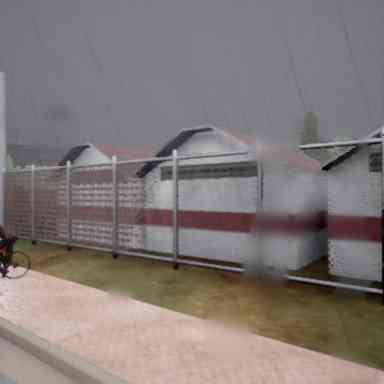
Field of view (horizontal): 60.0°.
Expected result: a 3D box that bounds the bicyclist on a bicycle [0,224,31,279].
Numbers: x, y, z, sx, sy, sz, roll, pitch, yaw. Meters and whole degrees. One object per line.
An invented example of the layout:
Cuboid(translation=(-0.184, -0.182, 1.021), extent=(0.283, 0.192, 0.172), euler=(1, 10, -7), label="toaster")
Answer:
Cuboid(translation=(-4.782, 1.357, 7.996), extent=(1.656, 1.620, 0.582), euler=(0, 0, -33), label="bicyclist on a bicycle")
